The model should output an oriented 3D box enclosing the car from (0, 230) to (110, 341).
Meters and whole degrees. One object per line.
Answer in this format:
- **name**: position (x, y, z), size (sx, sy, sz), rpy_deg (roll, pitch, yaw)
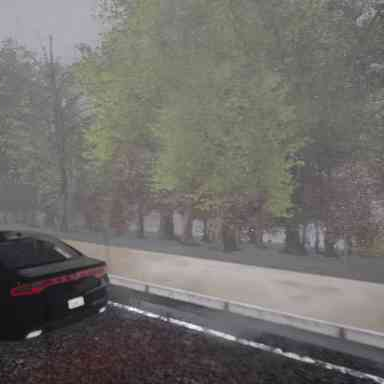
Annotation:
- **car**: position (-3.721, 1.478, 6.339), size (5.008, 1.535, 1.882), rpy_deg (0, 0, 36)
